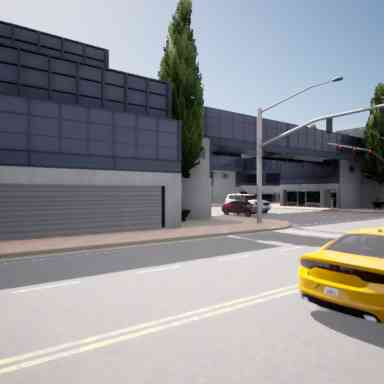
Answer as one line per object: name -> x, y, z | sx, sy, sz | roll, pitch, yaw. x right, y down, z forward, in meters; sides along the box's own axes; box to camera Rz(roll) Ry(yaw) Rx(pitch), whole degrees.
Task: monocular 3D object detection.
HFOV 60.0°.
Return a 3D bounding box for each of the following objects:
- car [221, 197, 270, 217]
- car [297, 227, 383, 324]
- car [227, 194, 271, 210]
car -> 4.765, 1.526, 31.826 | 1.812, 1.442, 4.674 | 0, 0, -37
car -> 4.310, 1.478, 6.917 | 5.008, 1.535, 1.882 | 0, 0, -36
car -> 5.938, 1.222, 36.091 | 2.150, 2.045, 5.566 | 0, 0, -37
